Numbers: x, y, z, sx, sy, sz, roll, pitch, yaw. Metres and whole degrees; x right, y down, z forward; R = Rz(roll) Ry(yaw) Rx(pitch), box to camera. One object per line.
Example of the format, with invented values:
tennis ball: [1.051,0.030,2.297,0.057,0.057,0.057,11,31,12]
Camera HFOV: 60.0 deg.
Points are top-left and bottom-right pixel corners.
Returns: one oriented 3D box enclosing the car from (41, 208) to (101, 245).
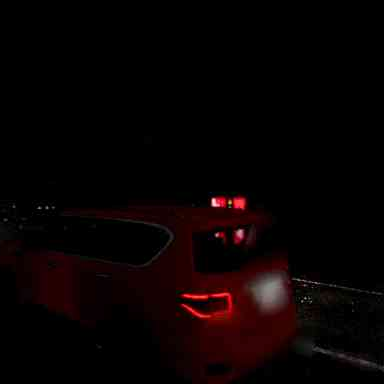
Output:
car: [-6.197,1.601,16.673,1.895,1.301,4.718,0,0,-32]

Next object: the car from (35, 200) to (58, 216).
car: [-14.888,1.548,33.875,2.033,1.411,5.357,0,0,-26]

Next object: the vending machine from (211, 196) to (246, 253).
vending machine: [1.423,1.195,12.958,1.100,2.100,0.880,0,0,-43]

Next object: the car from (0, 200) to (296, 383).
car: [-1.178,1.223,5.381,5.566,2.045,2.150,0,0,41]
